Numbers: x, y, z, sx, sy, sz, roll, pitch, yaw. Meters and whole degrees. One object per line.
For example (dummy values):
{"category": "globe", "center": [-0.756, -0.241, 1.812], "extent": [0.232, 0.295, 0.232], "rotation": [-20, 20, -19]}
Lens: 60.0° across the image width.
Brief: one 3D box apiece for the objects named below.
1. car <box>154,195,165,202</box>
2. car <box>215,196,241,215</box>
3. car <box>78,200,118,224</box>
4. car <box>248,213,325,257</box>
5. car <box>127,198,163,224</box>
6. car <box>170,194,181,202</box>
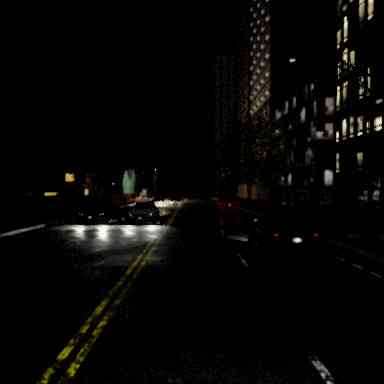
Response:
{"category": "car", "center": [-6.466, 1.296, 65.417], "extent": [1.895, 1.301, 4.718], "rotation": [0, 0, 0]}
{"category": "car", "center": [3.367, 1.183, 31.919], "extent": [2.097, 1.767, 4.553], "rotation": [0, 0, 0]}
{"category": "car", "center": [-6.585, 1.374, 23.849], "extent": [1.837, 1.490, 4.892], "rotation": [0, 0, 0]}
{"category": "car", "center": [3.352, 1.492, 12.565], "extent": [1.994, 1.385, 4.181], "rotation": [0, 0, 0]}
{"category": "car", "center": [-3.336, 1.396, 23.600], "extent": [1.812, 1.442, 4.674], "rotation": [0, 0, 0]}
{"category": "car", "center": [-3.223, 1.199, 65.106], "extent": [1.837, 1.490, 4.892], "rotation": [0, 1, 0]}
